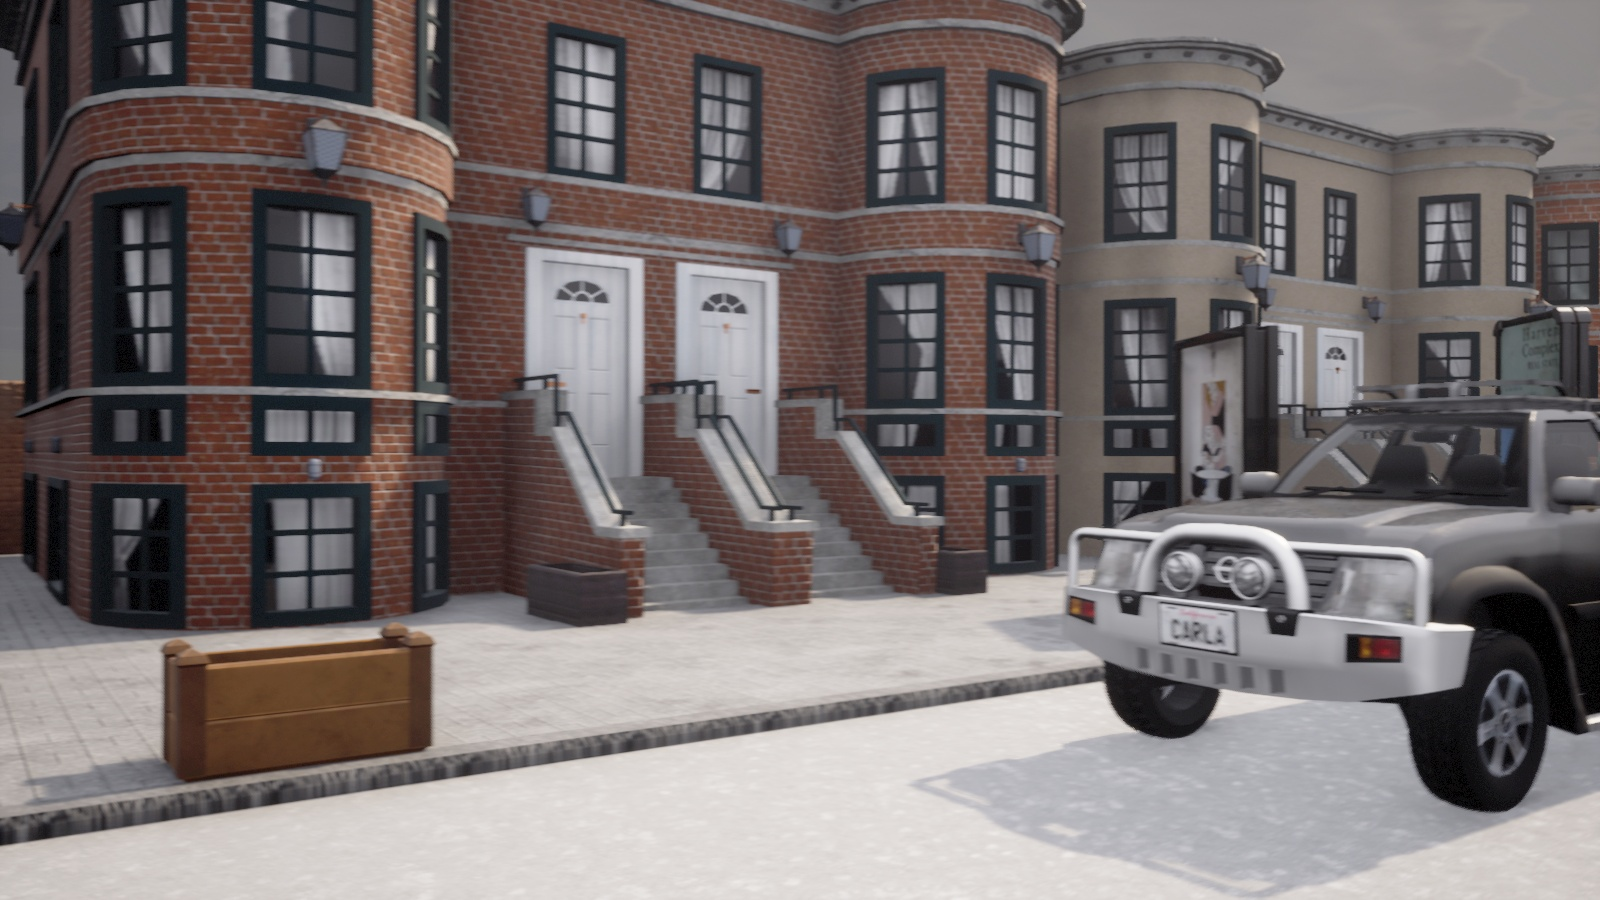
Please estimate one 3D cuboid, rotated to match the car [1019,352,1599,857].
[{"bbox_3d":[3.522,0.571,6.721,4.605,1.855,1.932,0,0,-35],"label":"car"}]
